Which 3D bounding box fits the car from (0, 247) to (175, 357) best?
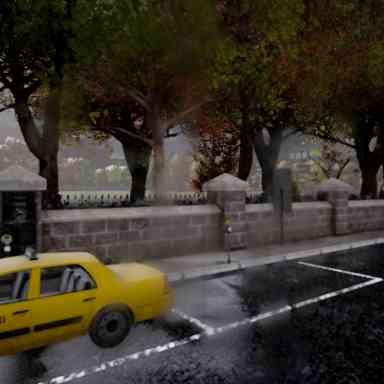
[{"bbox_3d":[-2.576,1.525,4.723,4.829,1.417,1.752,0,0,-35],"label":"car"}]
